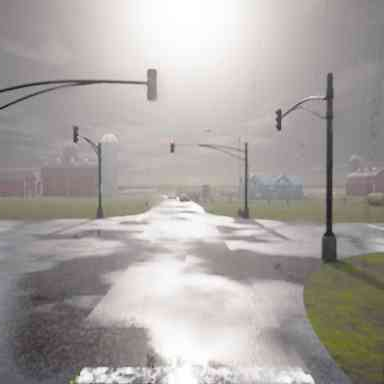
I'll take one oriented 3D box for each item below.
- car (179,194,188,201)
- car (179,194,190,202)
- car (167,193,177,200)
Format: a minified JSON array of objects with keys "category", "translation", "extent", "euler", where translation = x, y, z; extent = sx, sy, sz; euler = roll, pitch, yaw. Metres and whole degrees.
[{"category":"car","translation":[-2.119,1.291,80.387],"extent":[1.837,1.490,4.892],"euler":[0,0,-4]},{"category":"car","translation":[-1.535,1.473,70.402],"extent":[1.895,1.301,4.718],"euler":[0,0,-3]},{"category":"car","translation":[-4.511,1.023,74.408],"extent":[1.812,1.442,4.674],"euler":[0,0,-3]}]
